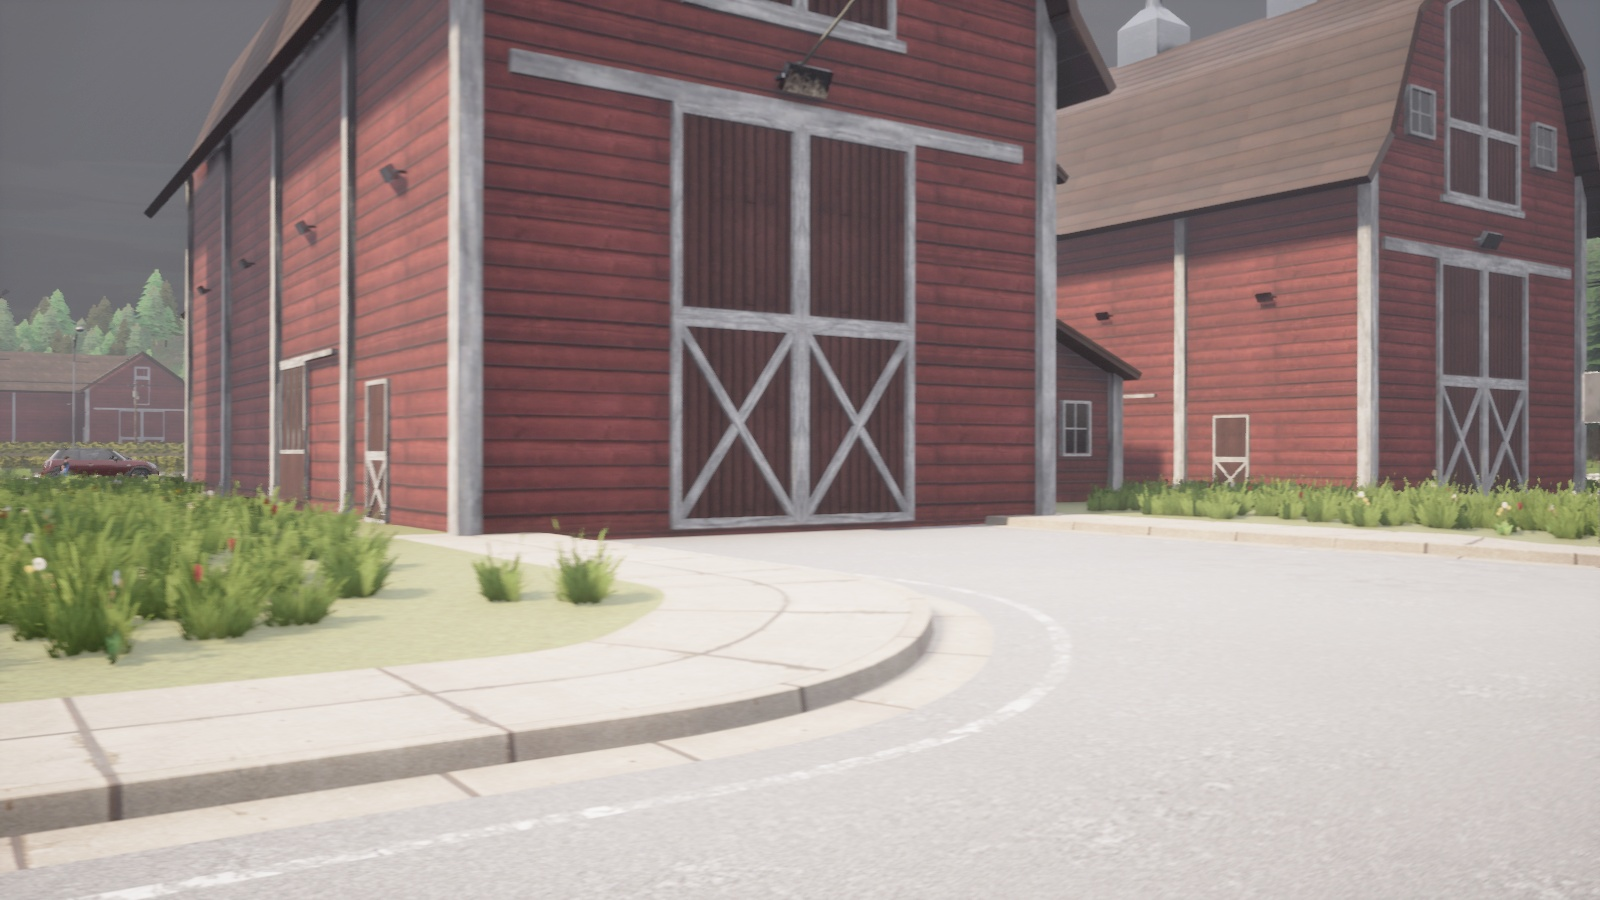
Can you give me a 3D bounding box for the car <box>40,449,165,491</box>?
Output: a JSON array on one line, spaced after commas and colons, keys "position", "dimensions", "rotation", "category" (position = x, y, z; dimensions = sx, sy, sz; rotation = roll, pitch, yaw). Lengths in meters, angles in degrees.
[{"position": [-30.445, 0.829, 54.853], "dimensions": [4.553, 1.767, 2.097], "rotation": [0, 0, -35], "category": "car"}]
